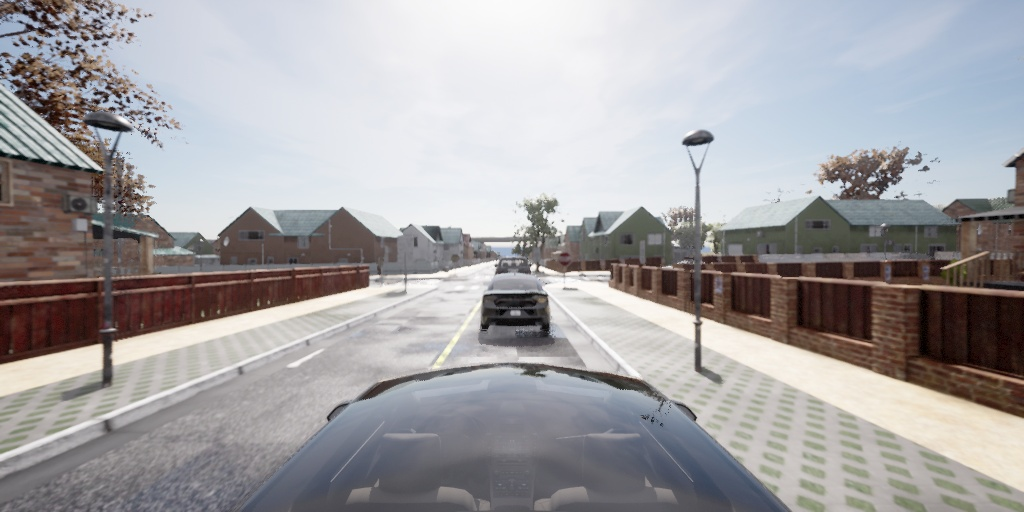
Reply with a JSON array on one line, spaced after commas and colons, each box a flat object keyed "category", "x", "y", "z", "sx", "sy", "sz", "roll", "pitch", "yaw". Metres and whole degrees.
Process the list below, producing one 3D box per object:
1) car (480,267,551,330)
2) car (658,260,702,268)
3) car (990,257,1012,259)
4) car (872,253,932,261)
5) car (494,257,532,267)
[{"category": "car", "x": 0.088, "y": 1.274, "z": 11.370, "sx": 1.882, "sy": 1.535, "sz": 5.008, "roll": 0, "pitch": 0, "yaw": 0}, {"category": "car", "x": 15.110, "y": 1.086, "z": 31.485, "sx": 4.674, "sy": 1.442, "sz": 1.812, "roll": -1, "pitch": 1, "yaw": 0}, {"category": "car", "x": 39.659, "y": 0.757, "z": 28.775, "sx": 4.181, "sy": 1.385, "sz": 1.994, "roll": -1, "pitch": 1, "yaw": 0}, {"category": "car", "x": 34.196, "y": 0.574, "z": 31.602, "sx": 4.553, "sy": 1.767, "sz": 2.097, "roll": -1, "pitch": 1, "yaw": 0}, {"category": "car", "x": 0.069, "y": 1.072, "z": 22.561, "sx": 2.150, "sy": 2.045, "sz": 5.566, "roll": 0, "pitch": 0, "yaw": 0}]
